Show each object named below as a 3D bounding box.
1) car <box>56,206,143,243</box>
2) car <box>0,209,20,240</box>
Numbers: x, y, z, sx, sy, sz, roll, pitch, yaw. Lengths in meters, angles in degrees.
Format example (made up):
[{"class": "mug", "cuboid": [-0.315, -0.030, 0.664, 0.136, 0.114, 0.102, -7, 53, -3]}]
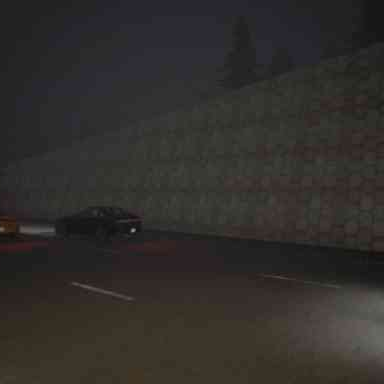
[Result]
[{"class": "car", "cuboid": [-4.523, 1.438, 15.819, 4.902, 1.511, 2.128, 0, 0, 36]}, {"class": "car", "cuboid": [-9.962, 1.407, 15.400, 5.008, 1.535, 1.882, 0, 0, 36]}]
